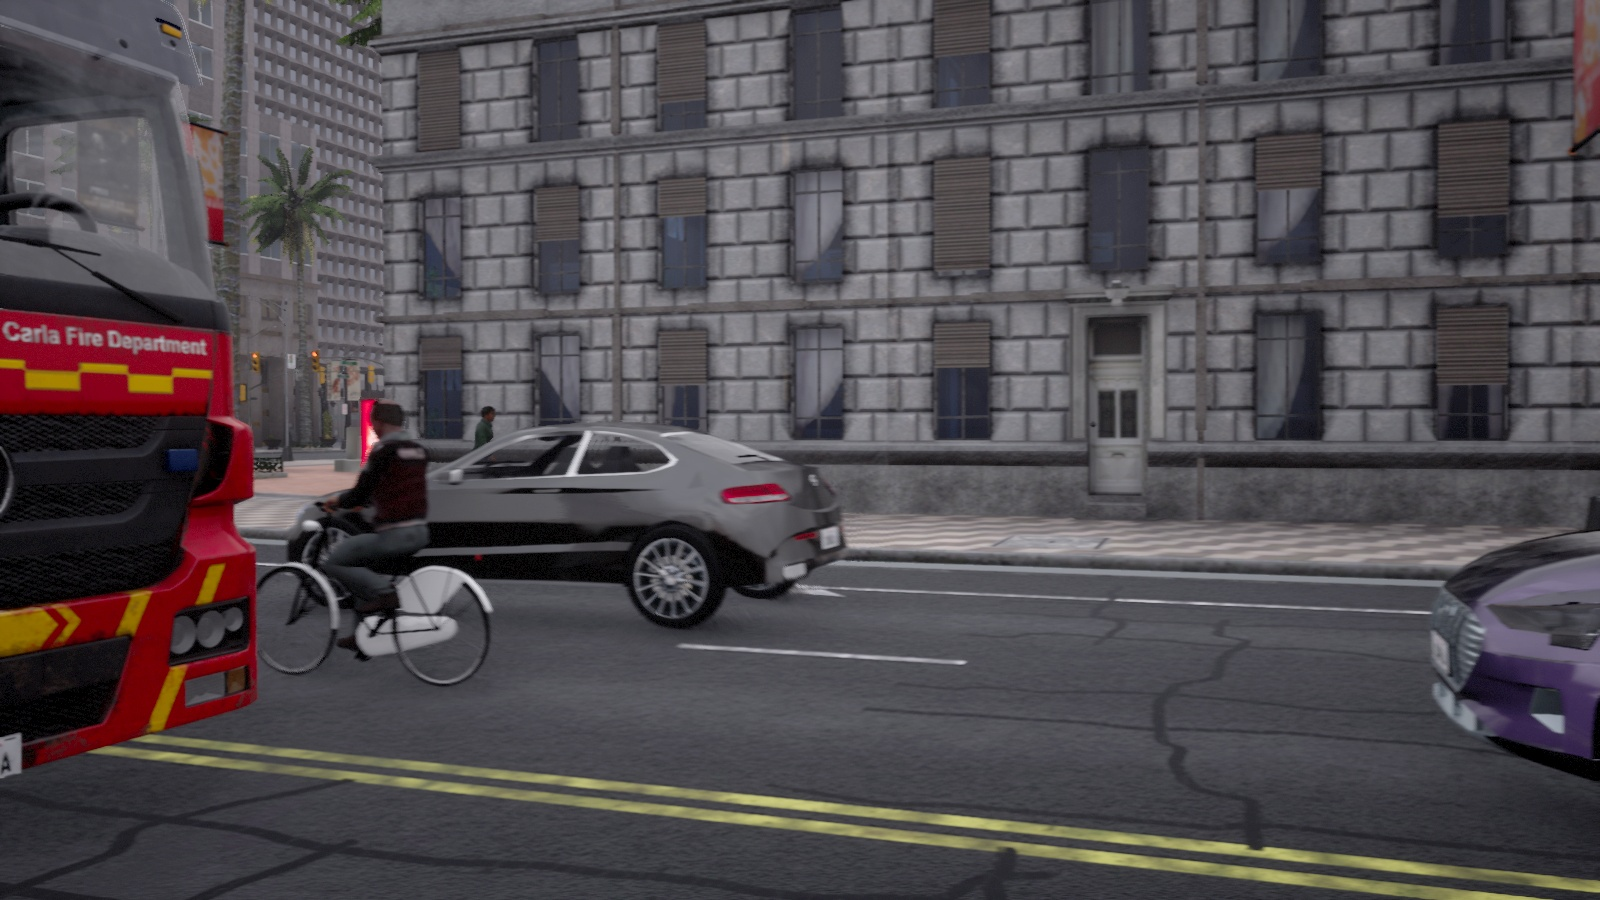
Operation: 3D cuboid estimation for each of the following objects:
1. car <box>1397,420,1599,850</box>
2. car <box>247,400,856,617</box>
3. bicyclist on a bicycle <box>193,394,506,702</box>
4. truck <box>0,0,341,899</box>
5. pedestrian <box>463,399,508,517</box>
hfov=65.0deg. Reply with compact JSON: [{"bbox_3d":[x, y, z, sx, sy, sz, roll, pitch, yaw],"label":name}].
[{"bbox_3d":[5.231,0.696,5.126,4.856,1.649,2.033,0,1,19],"label":"car"},{"bbox_3d":[-2.224,0.403,11.401,5.027,1.651,2.152,1,1,20],"label":"car"},{"bbox_3d":[-2.818,0.551,7.846,1.843,1.776,0.659,1,1,20],"label":"bicyclist on a bicycle"},{"bbox_3d":[-6.472,-0.460,5.515,8.468,3.827,2.891,1,1,20],"label":"truck"},{"bbox_3d":[-5.003,0.124,19.977,0.614,1.847,0.353,0,1,2],"label":"pedestrian"}]
